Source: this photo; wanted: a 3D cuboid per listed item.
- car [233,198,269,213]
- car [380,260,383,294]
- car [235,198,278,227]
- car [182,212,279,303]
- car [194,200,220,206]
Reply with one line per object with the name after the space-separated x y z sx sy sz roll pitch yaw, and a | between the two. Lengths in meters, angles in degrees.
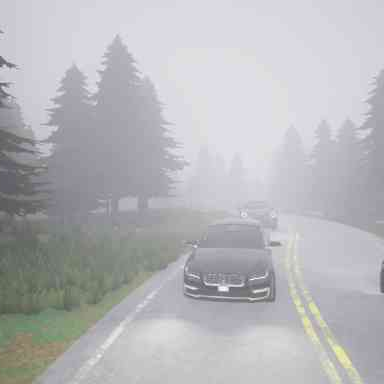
6.206 1.410 35.737 1.837 1.490 4.892 2 -1 -16 | car
4.494 1.308 4.645 2.097 1.767 4.553 -1 0 8 | car
3.878 1.270 20.368 2.097 1.767 4.553 -1 0 5 | car
1.092 1.496 8.415 1.837 1.490 4.892 -1 0 12 | car
1.923 1.799 44.863 1.812 1.442 4.674 3 -5 -35 | car
